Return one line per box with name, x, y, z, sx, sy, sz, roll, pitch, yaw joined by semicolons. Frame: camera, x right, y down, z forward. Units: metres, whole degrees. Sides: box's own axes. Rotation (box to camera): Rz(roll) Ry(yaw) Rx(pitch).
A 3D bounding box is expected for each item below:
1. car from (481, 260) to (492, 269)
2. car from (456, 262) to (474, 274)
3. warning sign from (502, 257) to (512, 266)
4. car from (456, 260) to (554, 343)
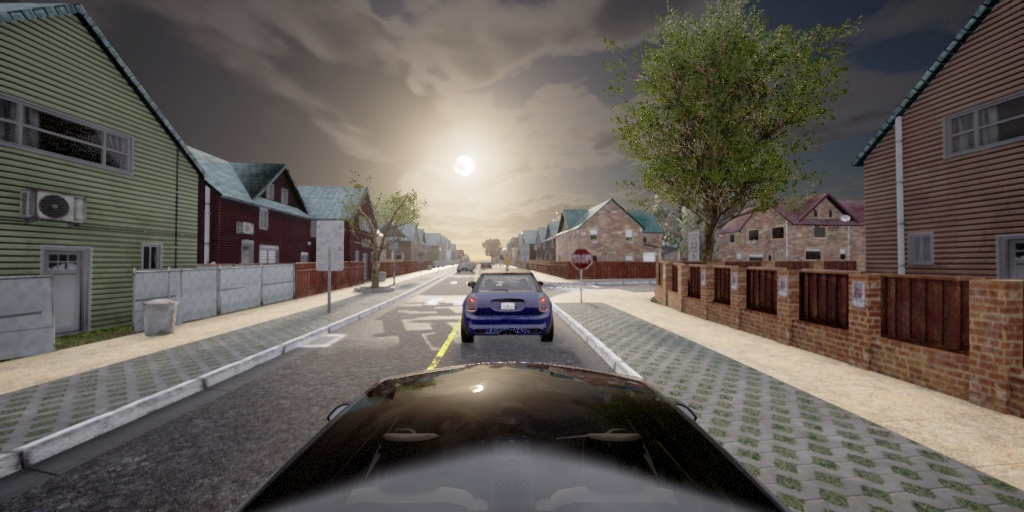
car;-4.570;1.499;63.654;1.882;1.535;5.008;0;0;-4
car;-5.804;1.438;44.564;1.994;1.385;4.181;0;0;-5
warning sign;-0.649;1.011;47.148;1.300;1.860;1.060;0;0;-5
car;-0.167;1.109;9.897;2.097;1.767;4.553;0;0;-2
